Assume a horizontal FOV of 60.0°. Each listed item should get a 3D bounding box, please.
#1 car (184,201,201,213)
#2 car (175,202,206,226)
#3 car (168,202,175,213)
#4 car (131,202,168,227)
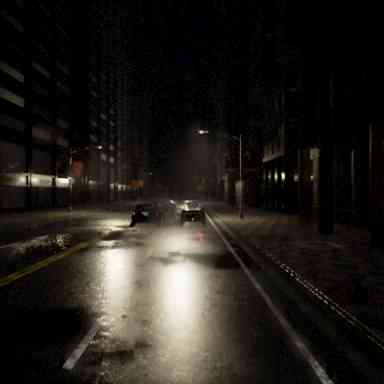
[{"bbox_3d":[0.084,1.919,42.634,1.994,1.385,4.181,0,0,0],"label":"car"},{"bbox_3d":[0.075,1.709,25.627,2.128,1.511,4.902,0,0,0],"label":"car"},{"bbox_3d":[-3.167,1.920,42.647,1.994,1.385,4.181,0,0,0],"label":"car"},{"bbox_3d":[-3.180,1.560,24.835,2.097,1.767,4.553,0,-1,0],"label":"car"}]
